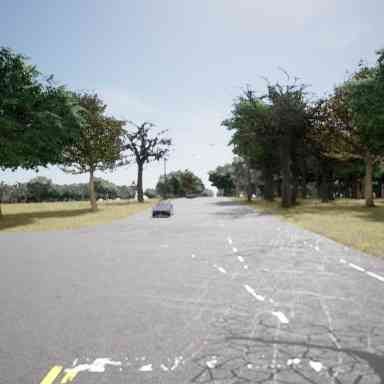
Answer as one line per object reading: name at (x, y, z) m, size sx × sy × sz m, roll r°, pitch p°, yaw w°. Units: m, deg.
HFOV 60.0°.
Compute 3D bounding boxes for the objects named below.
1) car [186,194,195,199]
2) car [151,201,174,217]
car at (-0.388, 1.152, 83.787) m, size 1.895 × 1.301 × 4.718 m, roll -1°, pitch 0°, yaw 8°
car at (-2.791, 1.655, 32.913) m, size 2.033 × 1.411 × 5.357 m, roll -1°, pitch 1°, yaw 2°
